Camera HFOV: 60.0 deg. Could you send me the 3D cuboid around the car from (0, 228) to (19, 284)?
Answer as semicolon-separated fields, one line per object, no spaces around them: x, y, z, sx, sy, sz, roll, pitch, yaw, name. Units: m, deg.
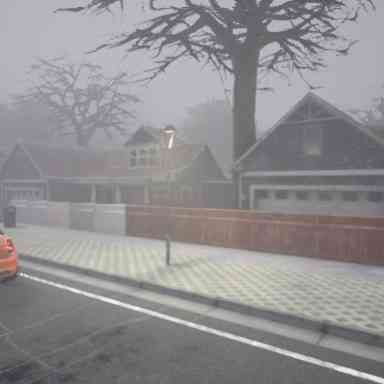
-6.278;1.273;8.158;4.553;1.767;2.097;1;0;36;car
